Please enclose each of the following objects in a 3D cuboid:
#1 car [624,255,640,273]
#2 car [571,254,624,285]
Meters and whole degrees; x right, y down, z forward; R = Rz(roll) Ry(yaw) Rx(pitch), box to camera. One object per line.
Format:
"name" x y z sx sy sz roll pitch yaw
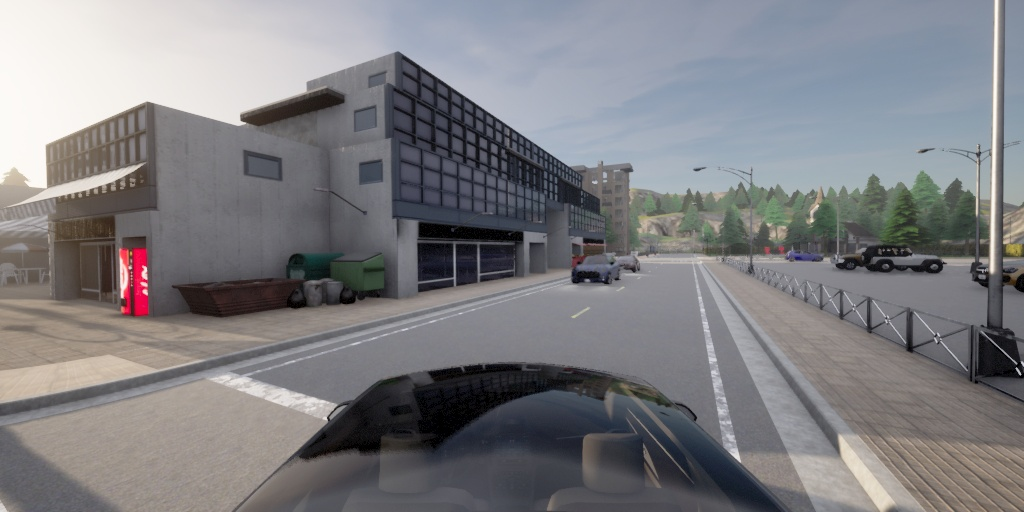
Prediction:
"car" 10.051 0.653 31.425 1.812 1.442 4.674 0 1 27
"car" 5.079 0.712 21.431 2.097 1.767 4.553 0 1 26
